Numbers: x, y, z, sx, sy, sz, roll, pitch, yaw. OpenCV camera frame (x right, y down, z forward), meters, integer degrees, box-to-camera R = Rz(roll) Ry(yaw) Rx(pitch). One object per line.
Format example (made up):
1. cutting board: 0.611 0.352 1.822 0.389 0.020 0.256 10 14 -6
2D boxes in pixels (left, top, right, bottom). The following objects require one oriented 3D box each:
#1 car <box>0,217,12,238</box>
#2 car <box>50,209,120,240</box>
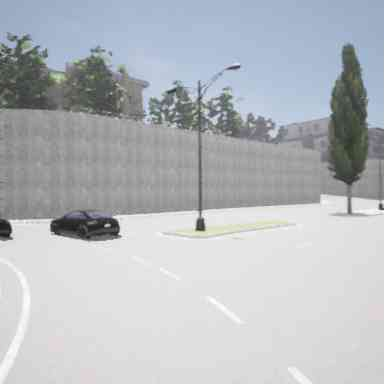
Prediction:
1. car: -11.047 1.644 16.694 4.181 1.385 1.994 0 0 28
2. car: -5.637 1.599 17.385 4.181 1.385 1.994 0 0 40
